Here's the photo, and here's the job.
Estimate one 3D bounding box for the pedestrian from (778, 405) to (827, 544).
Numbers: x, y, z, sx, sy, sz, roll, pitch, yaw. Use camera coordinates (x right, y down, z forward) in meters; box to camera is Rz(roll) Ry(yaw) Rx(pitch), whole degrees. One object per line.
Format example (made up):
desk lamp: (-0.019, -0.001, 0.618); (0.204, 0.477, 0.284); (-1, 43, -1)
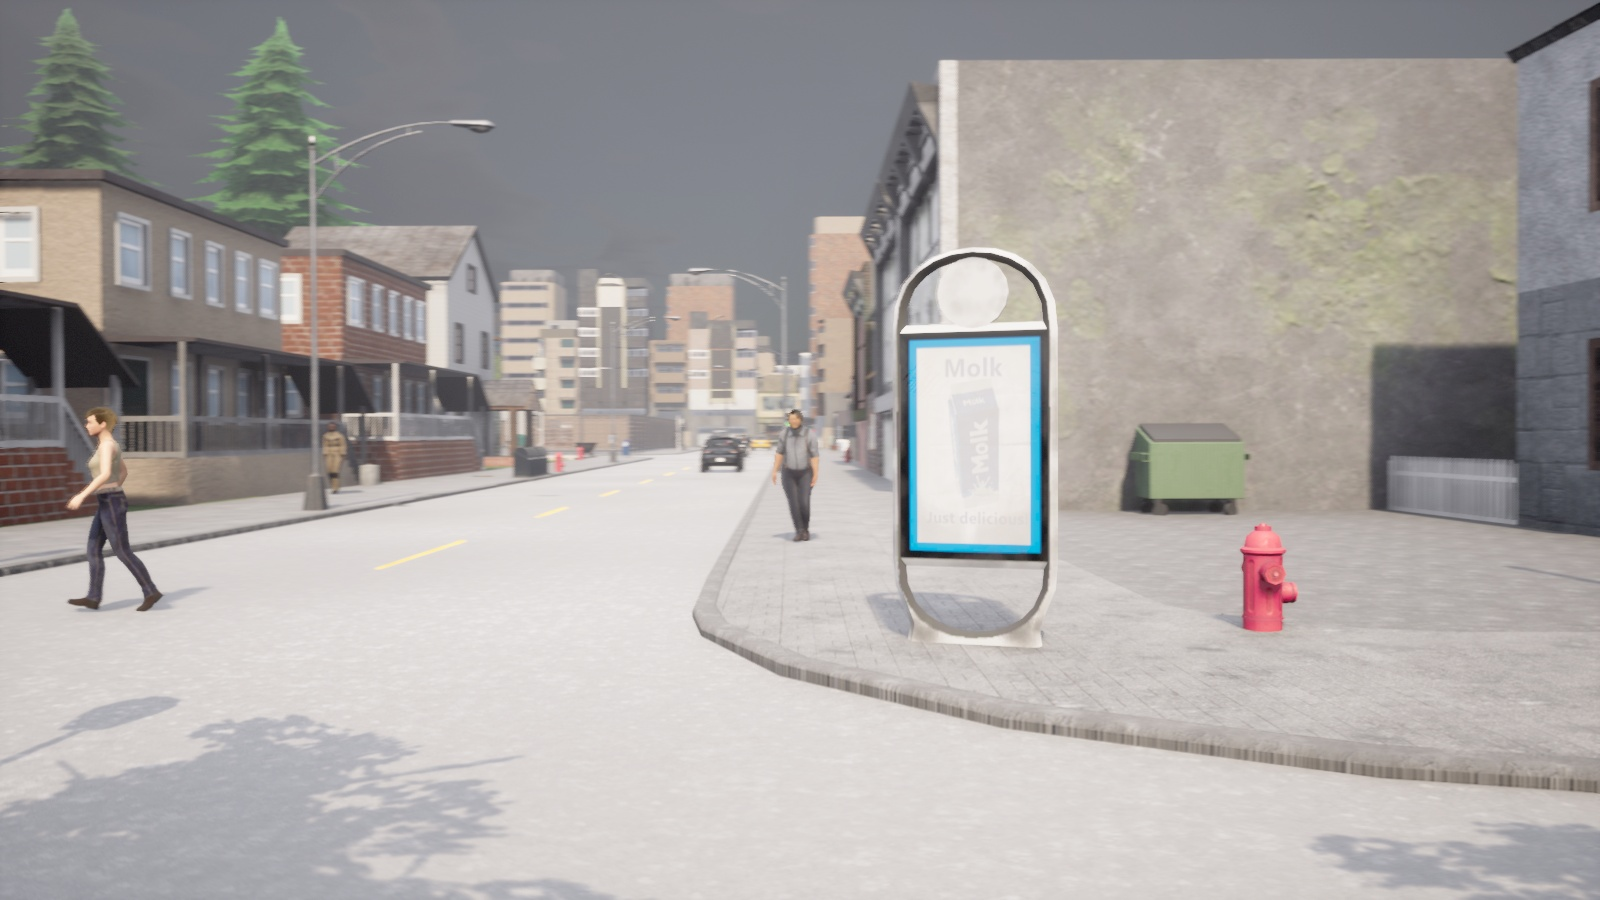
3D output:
pedestrian: (0.042, 0.320, 17.016); (0.540, 1.848, 0.694); (0, 1, 10)

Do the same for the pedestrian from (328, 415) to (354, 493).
pedestrian: (-11.563, 0.099, 31.657); (0.396, 1.930, 0.692); (0, 1, -1)

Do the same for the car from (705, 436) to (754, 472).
car: (-2.967, 0.144, 53.569); (1.816, 1.474, 4.193); (0, 1, 0)

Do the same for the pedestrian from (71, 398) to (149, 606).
pedestrian: (-6.214, 0.456, 11.322); (0.594, 1.836, 0.345); (0, 1, -26)
